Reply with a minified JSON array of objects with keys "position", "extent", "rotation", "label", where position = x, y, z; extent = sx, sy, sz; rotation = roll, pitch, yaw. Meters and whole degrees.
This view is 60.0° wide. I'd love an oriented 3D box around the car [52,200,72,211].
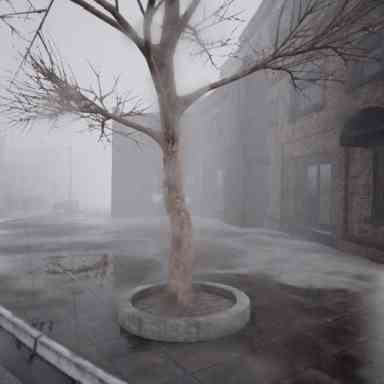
[{"position":[-16.860,1.733,44.367],"extent":[1.812,1.442,4.674],"rotation":[1,0,8],"label":"car"}]
